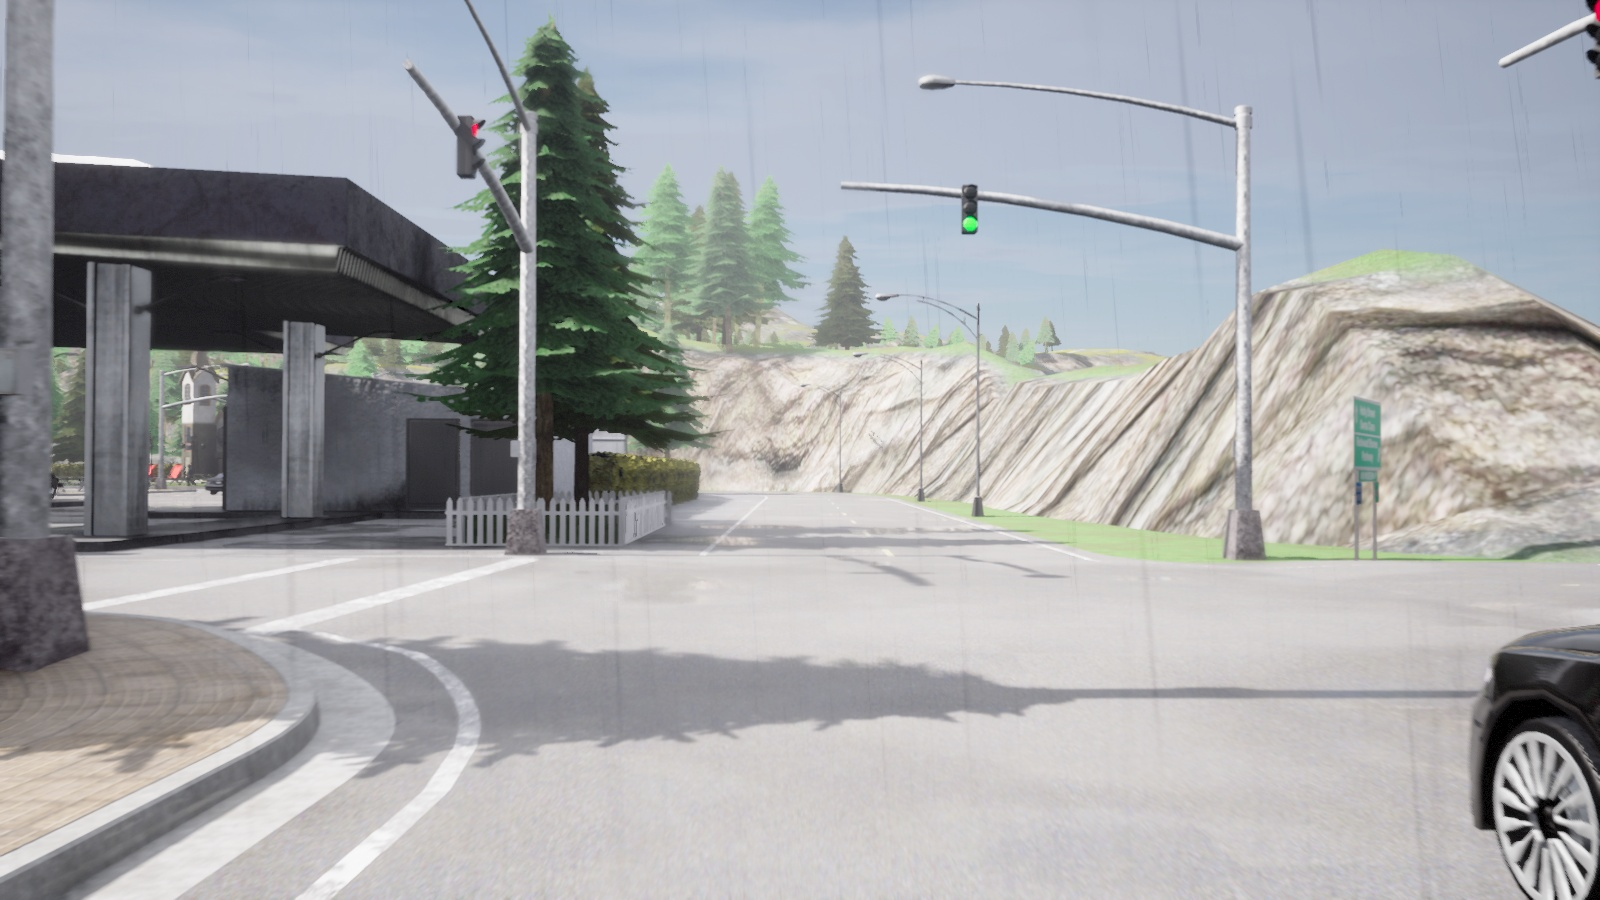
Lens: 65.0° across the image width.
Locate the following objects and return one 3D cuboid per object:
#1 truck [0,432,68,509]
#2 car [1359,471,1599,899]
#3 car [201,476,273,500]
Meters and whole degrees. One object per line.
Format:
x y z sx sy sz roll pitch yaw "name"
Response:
-37.693 0.961 58.197 2.891 3.462 7.936 0 -1 0 "truck"
3.497 0.807 2.981 2.128 1.511 4.902 0 -1 0 "car"
-34.313 2.288 76.724 2.033 1.411 5.357 0 -1 0 "car"
